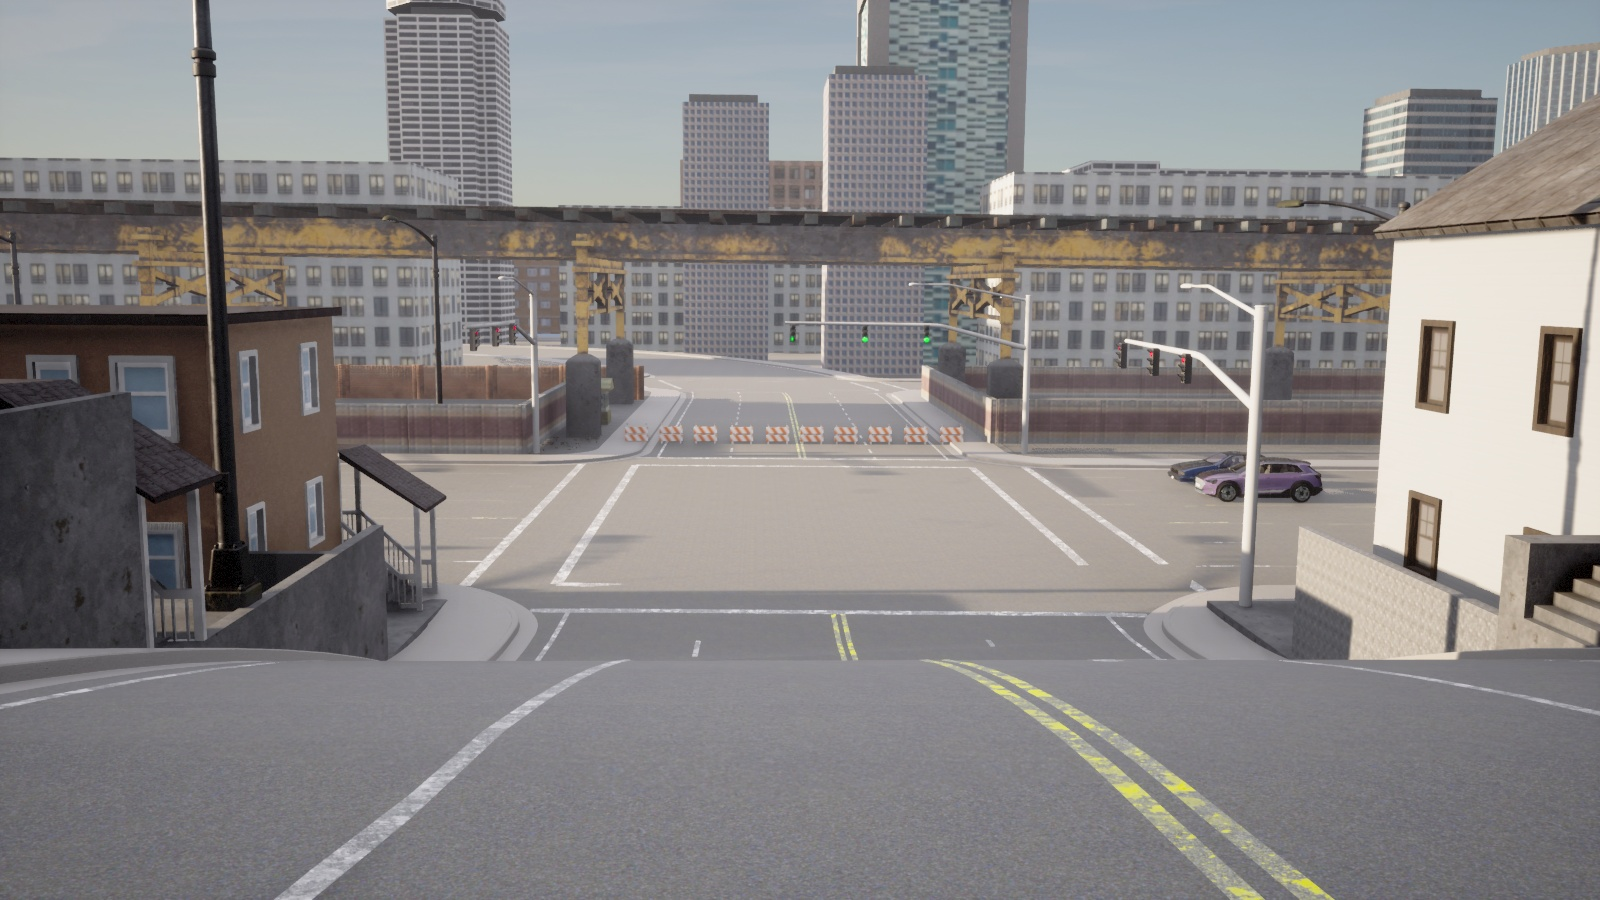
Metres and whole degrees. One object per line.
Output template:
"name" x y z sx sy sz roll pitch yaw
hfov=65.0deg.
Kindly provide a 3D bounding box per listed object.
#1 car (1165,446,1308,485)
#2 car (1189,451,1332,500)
"car" 18.589 0.645 53.628 5.357 1.411 2.033 0 8 0
"car" 18.325 0.991 50.139 4.856 1.649 2.033 0 8 0
